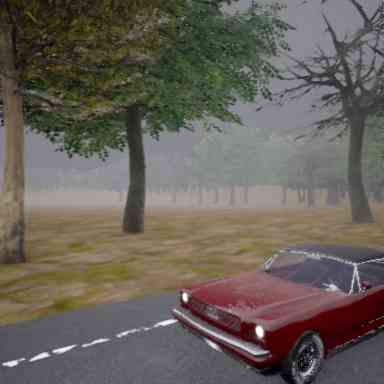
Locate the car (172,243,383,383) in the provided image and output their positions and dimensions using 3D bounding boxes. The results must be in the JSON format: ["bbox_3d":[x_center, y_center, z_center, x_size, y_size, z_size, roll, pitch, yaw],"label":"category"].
[{"bbox_3d":[2.069,1.598,5.426,4.718,1.301,1.895,0,0,-35],"label":"car"}]
